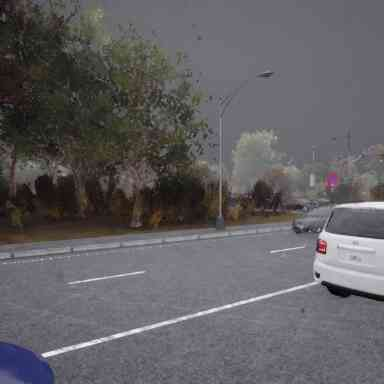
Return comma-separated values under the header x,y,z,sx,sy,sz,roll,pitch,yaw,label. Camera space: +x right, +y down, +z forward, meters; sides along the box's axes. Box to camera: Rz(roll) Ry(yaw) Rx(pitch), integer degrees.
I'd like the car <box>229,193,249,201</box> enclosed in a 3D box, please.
x,y,z,sx,sy,sz,roll,pitch,yaw,label
7.263,1.213,47.061,2.150,2.045,5.566,0,0,-32,car

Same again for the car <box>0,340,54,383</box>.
x,y,z,sx,sy,sz,roll,pitch,yaw,label
-3.103,1.526,1.529,4.674,1.442,1.812,0,0,-36,car

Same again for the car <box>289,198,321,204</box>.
x,y,z,sx,sy,sz,roll,pitch,yaw,label
12.507,1.492,38.731,2.128,1.511,4.902,0,0,-33,car

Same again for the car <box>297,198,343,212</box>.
x,y,z,sx,sy,sz,roll,pitch,yaw,label
15.537,1.492,40.515,2.128,1.511,4.902,0,0,-32,car

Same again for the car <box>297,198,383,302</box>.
x,y,z,sx,sy,sz,roll,pitch,yaw,label
5.017,1.221,7.332,5.566,2.045,2.150,0,0,-35,car

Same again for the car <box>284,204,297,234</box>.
x,y,z,sx,sy,sz,roll,pitch,yaw,label
7.390,1.505,17.876,4.892,1.490,1.837,0,0,-36,car

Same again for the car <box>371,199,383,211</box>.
x,y,z,sx,sy,sz,roll,pitch,yaw,label
24.319,1.547,39.160,2.033,1.411,5.357,0,0,-39,car
